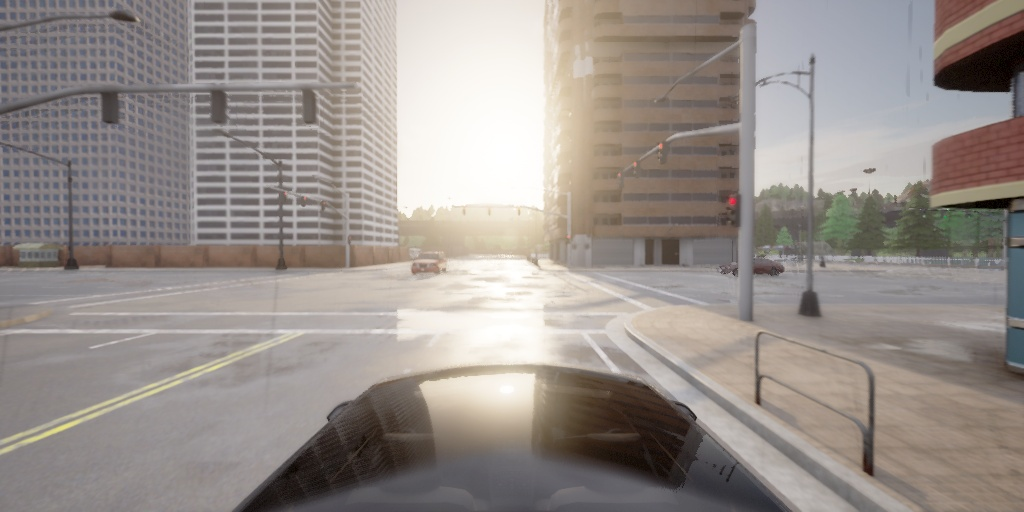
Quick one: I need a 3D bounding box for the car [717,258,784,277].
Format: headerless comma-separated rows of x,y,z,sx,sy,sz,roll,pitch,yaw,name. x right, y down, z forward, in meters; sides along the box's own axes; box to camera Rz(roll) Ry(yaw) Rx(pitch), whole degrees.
18.753,0.861,28.270,4.674,1.442,1.812,0,1,0,car

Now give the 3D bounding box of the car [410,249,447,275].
-7.005,0.649,30.891,2.150,2.045,5.566,0,1,0,car
